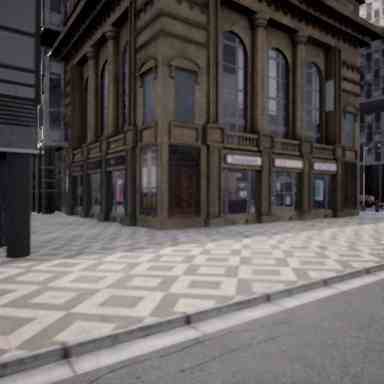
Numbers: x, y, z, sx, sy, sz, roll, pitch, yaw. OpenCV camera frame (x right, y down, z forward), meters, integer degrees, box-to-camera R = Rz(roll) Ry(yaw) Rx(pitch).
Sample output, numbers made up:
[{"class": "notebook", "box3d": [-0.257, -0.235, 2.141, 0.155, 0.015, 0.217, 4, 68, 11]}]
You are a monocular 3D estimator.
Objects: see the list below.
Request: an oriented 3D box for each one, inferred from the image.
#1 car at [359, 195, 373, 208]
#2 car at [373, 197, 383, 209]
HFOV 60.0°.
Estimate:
[{"class": "car", "box3d": [24.260, 1.407, 48.868, 2.192, 1.841, 5.009, 0, 0, -35]}, {"class": "car", "box3d": [27.387, 1.603, 44.426, 1.752, 1.417, 4.829, 0, 0, -35]}]
